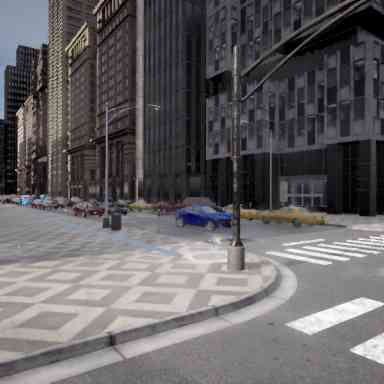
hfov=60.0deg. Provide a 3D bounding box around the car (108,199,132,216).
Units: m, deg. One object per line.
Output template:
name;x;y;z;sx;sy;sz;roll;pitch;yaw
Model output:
car;-8.053;1.643;33.451;1.994;1.385;4.181;0;0;-35

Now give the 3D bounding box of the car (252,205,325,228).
car;6.646;1.578;22.814;1.752;1.417;4.829;0;0;-35

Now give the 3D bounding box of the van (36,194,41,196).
van;-38.570;1.622;86.683;1.690;1.788;3.998;0;0;-35

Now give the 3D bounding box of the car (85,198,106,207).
car;-15.912;1.727;54.679;1.947;1.339;4.313;0;0;-35

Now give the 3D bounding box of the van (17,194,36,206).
van;-29.335;1.505;58.885;1.690;1.788;3.998;0;0;-35

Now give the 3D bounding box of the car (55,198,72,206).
car;-23.536;1.780;60.842;1.895;1.301;4.718;0;0;-36

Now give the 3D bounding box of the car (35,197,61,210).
car;-19.624;1.696;45.168;1.802;1.307;4.206;0;0;-35

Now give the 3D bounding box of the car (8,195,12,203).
car;-35.808;1.779;68.029;1.802;1.307;4.206;0;0;-35

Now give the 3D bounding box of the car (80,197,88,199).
car;-17.517;1.654;52.343;1.837;1.490;4.892;0;0;-35

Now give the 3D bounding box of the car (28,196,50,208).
car;-22.860;1.712;49.740;1.802;1.307;4.206;0;0;-35

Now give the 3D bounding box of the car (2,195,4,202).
car;-42.282;1.814;77.174;1.802;1.307;4.206;0;0;-35

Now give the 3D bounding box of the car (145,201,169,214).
car;-2.965;1.643;36.391;1.887;1.381;4.507;0;0;-35

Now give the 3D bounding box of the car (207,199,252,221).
car;3.410;1.593;27.386;1.752;1.417;4.829;0;0;-35

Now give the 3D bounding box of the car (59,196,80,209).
car;-18.116;1.708;47.822;1.994;1.385;4.181;0;0;-35

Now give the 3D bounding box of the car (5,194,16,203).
car;-39.046;1.530;72.602;2.192;1.841;5.009;0;0;-35

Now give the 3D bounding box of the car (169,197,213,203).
car;0.271;1.398;31.820;2.192;1.841;5.009;0;0;-35

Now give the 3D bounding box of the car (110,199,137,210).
car;-9.439;1.680;45.535;2.008;1.369;4.403;0;0;-35

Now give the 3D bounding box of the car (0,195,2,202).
car;-45.519;1.690;81.746;1.967;1.590;4.097;0;0;-35

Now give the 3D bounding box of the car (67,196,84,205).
car;-22.386;1.634;63.823;1.967;1.590;4.097;0;0;-35

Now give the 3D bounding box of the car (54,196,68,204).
car;-28.859;1.668;72.967;1.967;1.590;4.097;0;0;-35

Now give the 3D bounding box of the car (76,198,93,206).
car;-19.149;1.760;59.251;1.802;1.307;4.206;0;0;-35

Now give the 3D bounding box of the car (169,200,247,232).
car;0.853;1.514;20.853;1.882;1.535;5.008;0;0;-35

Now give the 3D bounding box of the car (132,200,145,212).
car;-6.301;1.639;41.102;1.752;1.417;4.829;0;0;-35

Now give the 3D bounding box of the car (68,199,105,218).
car;-9.913;1.612;31.451;1.887;1.381;4.507;0;0;-35

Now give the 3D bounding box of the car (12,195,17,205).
car;-32.473;1.705;63.318;1.752;1.417;4.829;0;0;-35
